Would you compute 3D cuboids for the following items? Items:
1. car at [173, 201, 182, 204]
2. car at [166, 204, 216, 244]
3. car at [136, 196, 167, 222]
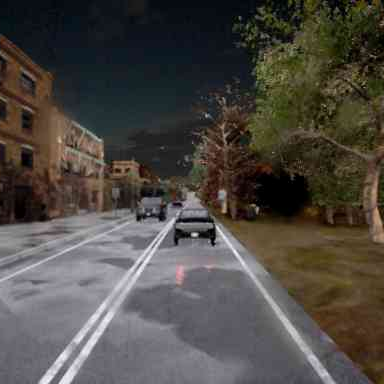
[{"bbox_3d":[-3.017,2.461,69.057,1.895,1.301,4.718,0,-1,0],"label":"car"},{"bbox_3d":[0.114,1.538,15.950,2.128,1.511,4.902,0,0,0],"label":"car"},{"bbox_3d":[-3.306,1.376,28.096,2.150,2.045,5.566,0,-1,0],"label":"car"}]
